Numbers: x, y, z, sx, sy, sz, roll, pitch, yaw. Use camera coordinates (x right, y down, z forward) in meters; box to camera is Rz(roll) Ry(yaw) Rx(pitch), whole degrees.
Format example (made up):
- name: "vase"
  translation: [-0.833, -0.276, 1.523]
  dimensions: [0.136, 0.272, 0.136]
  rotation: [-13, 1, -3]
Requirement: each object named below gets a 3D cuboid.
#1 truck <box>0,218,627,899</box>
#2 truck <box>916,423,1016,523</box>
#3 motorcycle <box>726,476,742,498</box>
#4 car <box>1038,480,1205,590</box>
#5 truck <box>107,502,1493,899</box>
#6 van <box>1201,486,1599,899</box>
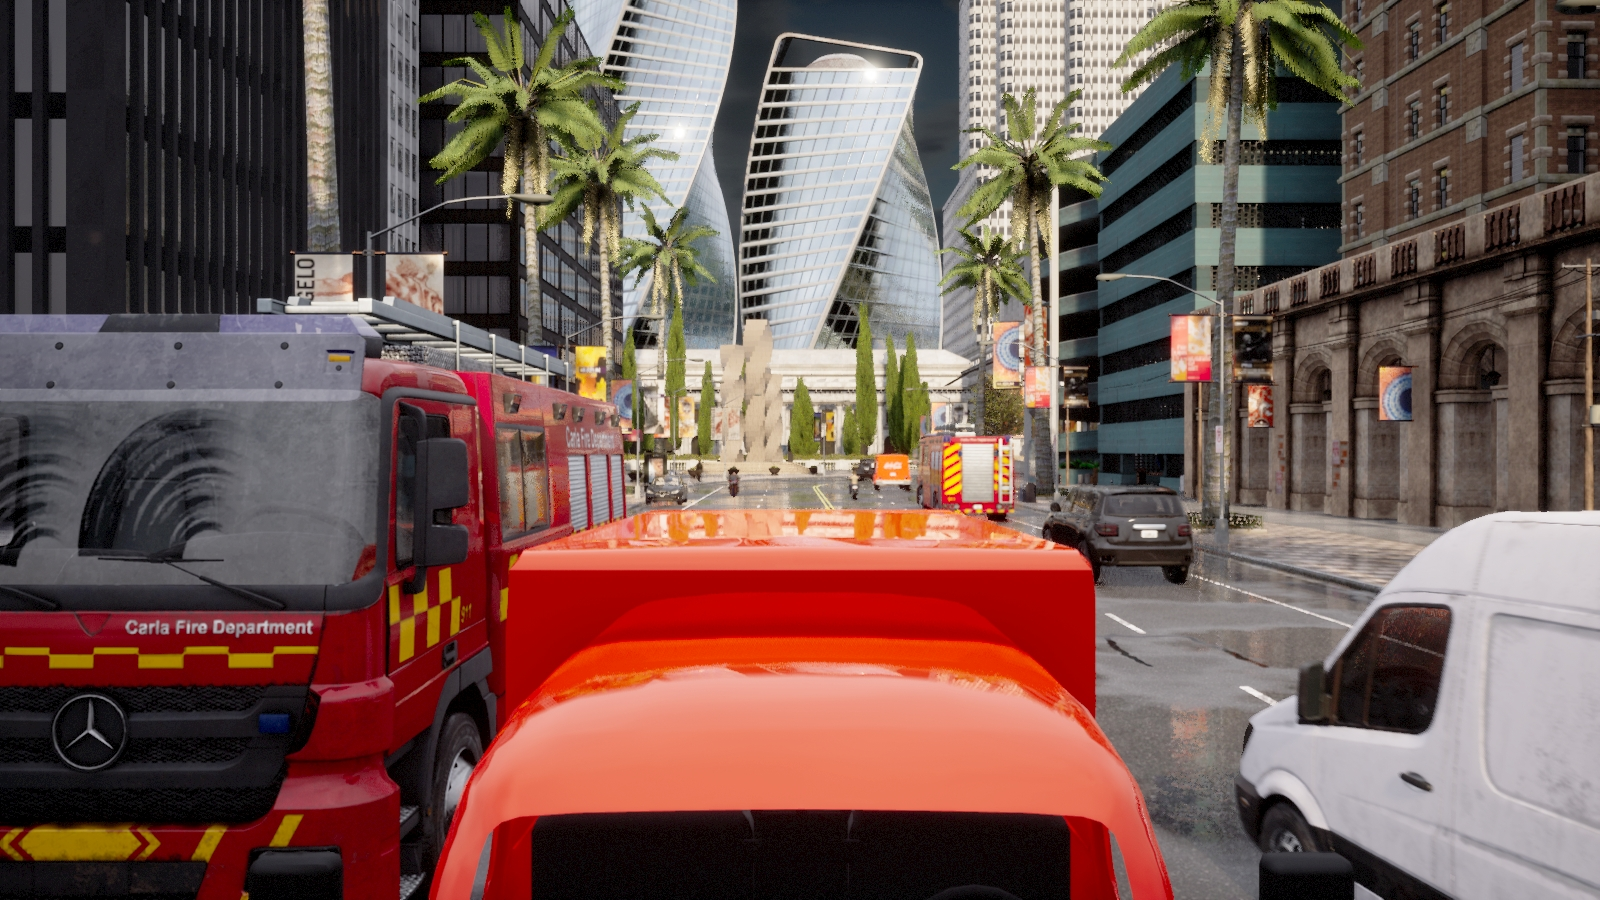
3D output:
- name: "truck"
  translation: [-3.492, 0.891, 9.283]
  dimensions: [2.891, 3.827, 8.468]
  rotation: [0, 0, 0]
- name: "truck"
  translation: [6.790, 0.889, 47.983]
  dimensions: [2.891, 3.827, 8.468]
  rotation: [0, 0, -1]
- name: "motorcycle"
  translation: [-3.928, 2.204, 67.985]
  dimensions: [0.867, 1.251, 2.209]
  rotation: [0, 0, -1]
- name: "car"
  translation: [6.996, 1.779, 25.606]
  dimensions: [2.150, 2.045, 5.566]
  rotation: [0, 0, 0]
- name: "truck"
  translation: [-0.001, 1.569, 4.766]
  dimensions: [2.627, 2.467, 5.204]
  rotation: [0, 0, 0]
- name: "van"
  translation: [4.075, 1.534, 4.893]
  dimensions: [1.988, 2.561, 5.915]
  rotation: [0, 0, -7]
